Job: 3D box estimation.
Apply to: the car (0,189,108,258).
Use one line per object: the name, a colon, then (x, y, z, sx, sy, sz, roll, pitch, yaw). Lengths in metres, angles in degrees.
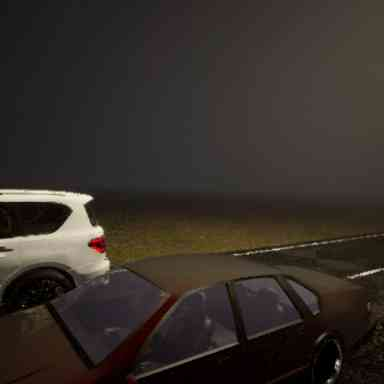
car: (-4.009, 0.990, 4.792, 5.566, 2.045, 2.150, 0, 2, -35)

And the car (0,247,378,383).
car: (-0.114, 1.469, 3.568, 5.357, 1.411, 2.033, 0, 2, -35)
